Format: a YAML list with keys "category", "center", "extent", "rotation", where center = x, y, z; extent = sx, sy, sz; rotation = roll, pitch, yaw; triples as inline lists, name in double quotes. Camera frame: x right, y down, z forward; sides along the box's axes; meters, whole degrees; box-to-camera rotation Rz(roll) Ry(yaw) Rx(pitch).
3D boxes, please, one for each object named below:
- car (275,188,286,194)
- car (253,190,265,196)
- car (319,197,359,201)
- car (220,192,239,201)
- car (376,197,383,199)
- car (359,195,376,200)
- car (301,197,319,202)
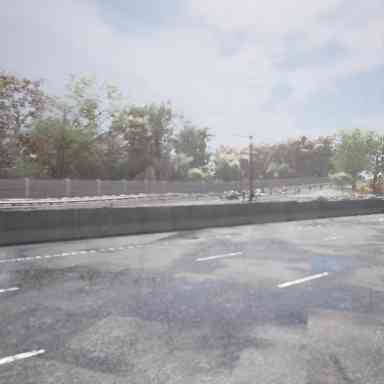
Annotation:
- category: "car"
  center: [22.368, -0.213, 83.721]
  extent: [1.812, 1.442, 4.674]
  rotation: [0, 3, 33]
- category: "car"
  center: [14.115, 0.399, 70.633]
  extent: [2.128, 1.511, 4.902]
  rotation: [0, 2, 31]
- category: "car"
  center: [20.375, 1.420, 46.017]
  extent: [5.357, 1.411, 2.033]
  rotation: [0, 0, -37]
- category: "car"
  center: [6.478, 0.690, 57.312]
  extent: [2.128, 1.511, 4.902]
  rotation: [0, 1, 29]
- category: "car"
  center: [33.545, 1.380, 55.969]
  extent: [4.892, 1.490, 1.837]
  rotation: [-1, 1, -37]
- category: "car"
  center: [31.002, 1.367, 58.429]
  extent: [4.902, 1.511, 2.128]
  rotation: [0, 0, -37]
- category: "car"
  center: [18.084, 1.404, 48.667]
  extent: [5.357, 1.411, 2.033]
  rotation: [0, 0, -37]
